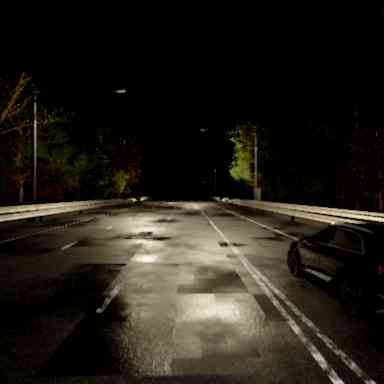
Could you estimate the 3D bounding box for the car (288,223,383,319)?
[{"bbox_3d":[3.749,1.479,7.506,2.033,1.649,4.856,0,0,-2],"label":"car"}]
